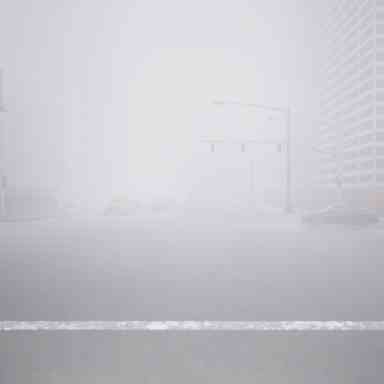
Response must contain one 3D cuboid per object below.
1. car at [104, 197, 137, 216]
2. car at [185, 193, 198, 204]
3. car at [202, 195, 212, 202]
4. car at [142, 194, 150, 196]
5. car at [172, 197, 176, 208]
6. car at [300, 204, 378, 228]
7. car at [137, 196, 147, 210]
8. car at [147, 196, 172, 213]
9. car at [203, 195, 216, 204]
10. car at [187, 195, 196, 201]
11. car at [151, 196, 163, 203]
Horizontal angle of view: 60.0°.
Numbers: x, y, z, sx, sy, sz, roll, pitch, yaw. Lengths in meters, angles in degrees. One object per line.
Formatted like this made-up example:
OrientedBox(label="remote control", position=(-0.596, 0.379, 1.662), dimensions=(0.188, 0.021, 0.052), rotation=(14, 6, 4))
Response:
OrientedBox(label="car", position=(-7.175, 1.347, 32.980), dimensions=(2.097, 1.767, 4.553), rotation=(0, 0, 1))
OrientedBox(label="car", position=(-0.099, 1.212, 63.891), dimensions=(2.150, 2.045, 5.566), rotation=(0, 0, 0))
OrientedBox(label="car", position=(3.385, 1.358, 74.568), dimensions=(2.033, 1.411, 5.357), rotation=(0, 0, 0))
OrientedBox(label="car", position=(-7.168, 1.518, 52.278), dimensions=(1.812, 1.442, 4.674), rotation=(0, 0, 0))
OrientedBox(label="car", position=(-3.653, 1.519, 47.079), dimensions=(1.812, 1.442, 4.674), rotation=(0, 0, 0))
OrientedBox(label="car", position=(9.548, 1.522, 21.758), dimensions=(4.674, 1.442, 1.812), rotation=(0, 0, 10))
OrientedBox(label="car", position=(-7.155, 1.541, 42.455), dimensions=(2.033, 1.411, 5.357), rotation=(0, 0, 0))
OrientedBox(label="car", position=(-3.640, 1.499, 37.849), dimensions=(1.837, 1.490, 4.892), rotation=(0, 0, 0))
OrientedBox(label="car", position=(3.400, 1.343, 64.670), dimensions=(2.097, 1.767, 4.553), rotation=(0, 0, 0))
OrientedBox(label="car", position=(-0.115, 1.371, 74.562), dimensions=(1.994, 1.385, 4.181), rotation=(0, 0, 0))
OrientedBox(label="car", position=(-7.114, 1.498, 67.820), dimensions=(1.837, 1.490, 4.892), rotation=(0, 0, 0))
